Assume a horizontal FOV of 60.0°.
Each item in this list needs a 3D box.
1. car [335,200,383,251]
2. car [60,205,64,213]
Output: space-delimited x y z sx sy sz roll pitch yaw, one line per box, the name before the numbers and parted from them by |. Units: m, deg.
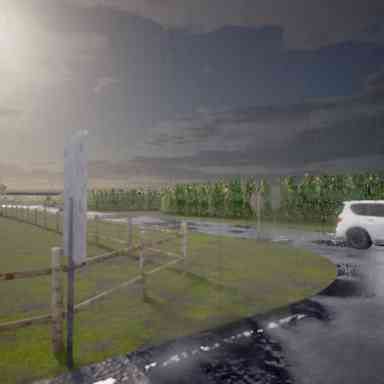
car | 8.325 1.325 12.599 2.150 2.045 5.566 1 -2 -35
car | -19.012 2.549 51.491 1.994 1.385 4.181 1 -2 -35
